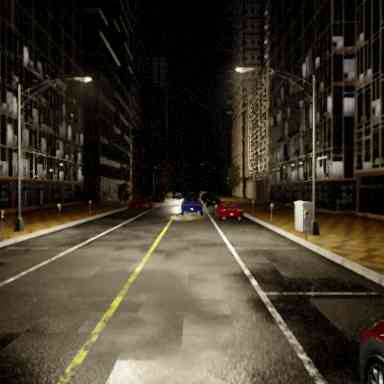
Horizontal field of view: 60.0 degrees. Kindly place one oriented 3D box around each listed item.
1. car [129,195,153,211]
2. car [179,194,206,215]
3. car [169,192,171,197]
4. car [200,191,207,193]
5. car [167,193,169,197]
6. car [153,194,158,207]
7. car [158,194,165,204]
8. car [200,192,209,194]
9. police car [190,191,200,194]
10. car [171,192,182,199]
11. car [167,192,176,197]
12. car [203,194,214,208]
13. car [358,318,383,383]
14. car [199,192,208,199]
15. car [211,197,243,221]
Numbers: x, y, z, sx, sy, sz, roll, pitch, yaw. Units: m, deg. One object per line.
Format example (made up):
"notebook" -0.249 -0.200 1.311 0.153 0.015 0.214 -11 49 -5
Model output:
"car" -5.700 1.250 36.020 1.887 1.381 4.507 0 1 0
"car" 0.001 1.258 30.263 1.882 1.535 5.008 0 0 0
"car" -5.716 0.757 87.082 1.752 1.417 4.829 0 1 0
"car" 2.672 1.015 64.476 1.947 1.339 4.313 0 1 0
"car" -5.708 1.067 58.790 1.947 1.339 4.313 0 1 0
"car" -5.702 1.237 41.714 1.802 1.307 4.206 0 1 0
"car" -5.705 1.098 53.098 1.887 1.381 4.507 0 1 0
"car" 2.675 1.119 53.092 1.947 1.339 4.313 0 1 0
"police car" -0.016 0.939 60.349 1.930 1.638 5.238 0 -1 0
"car" -3.024 0.905 73.087 1.994 1.385 4.181 0 1 0
"car" -5.718 0.724 92.945 2.008 1.369 4.403 0 1 0
"car" 2.679 1.221 41.708 1.947 1.339 4.313 0 1 0
"car" 2.691 1.425 1.862 1.967 1.590 4.097 0 0 0
"car" 2.669 0.781 75.859 1.967 1.590 4.097 0 1 0
"car" 2.684 1.348 24.632 1.887 1.381 4.507 0 0 0
